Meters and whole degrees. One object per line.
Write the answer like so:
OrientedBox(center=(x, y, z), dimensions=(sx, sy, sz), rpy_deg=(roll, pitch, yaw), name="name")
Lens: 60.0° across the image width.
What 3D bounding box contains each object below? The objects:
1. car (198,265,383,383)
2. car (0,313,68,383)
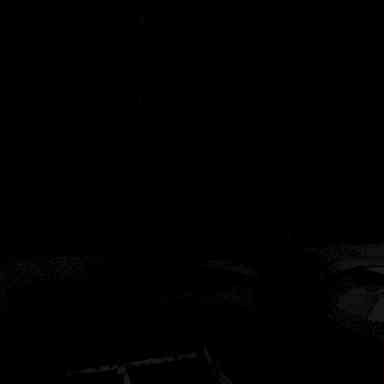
OrientedBox(center=(2.152, 1.525, 3.564), dimensions=(4.206, 1.307, 1.802), rpy_deg=(1, 2, -19), name="car")
OrientedBox(center=(-3.065, 1.365, 1.752), dimensions=(4.507, 1.381, 1.887), rpy_deg=(1, 2, -19), name="car")
